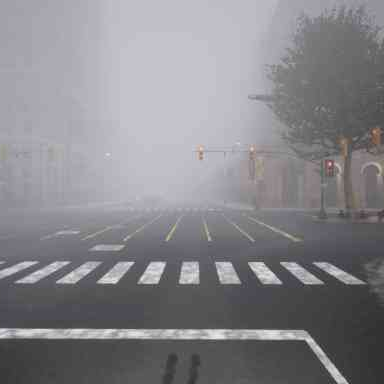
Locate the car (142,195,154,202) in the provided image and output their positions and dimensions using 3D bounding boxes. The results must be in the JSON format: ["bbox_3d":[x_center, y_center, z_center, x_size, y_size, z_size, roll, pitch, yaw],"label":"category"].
[{"bbox_3d":[-9.806,1.524,74.555,1.812,1.442,4.674,0,0,1],"label":"car"}]

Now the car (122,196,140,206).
[{"bbox_3d":[-10.121,1.601,54.845,1.895,1.301,4.718,0,0,1],"label":"car"}]

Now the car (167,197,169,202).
[{"bbox_3d":[-6.323,1.524,73.568,1.812,1.442,4.674,0,0,1],"label":"car"}]

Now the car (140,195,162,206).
[{"bbox_3d":[-6.638,1.352,54.154,2.097,1.767,4.553,0,0,1],"label":"car"}]

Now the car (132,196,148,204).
[{"bbox_3d":[-10.008,1.547,64.597,2.033,1.411,5.357,0,0,2],"label":"car"}]

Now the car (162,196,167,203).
[{"bbox_3d":[-6.538,1.492,63.295,2.128,1.511,4.902,0,0,2],"label":"car"}]
